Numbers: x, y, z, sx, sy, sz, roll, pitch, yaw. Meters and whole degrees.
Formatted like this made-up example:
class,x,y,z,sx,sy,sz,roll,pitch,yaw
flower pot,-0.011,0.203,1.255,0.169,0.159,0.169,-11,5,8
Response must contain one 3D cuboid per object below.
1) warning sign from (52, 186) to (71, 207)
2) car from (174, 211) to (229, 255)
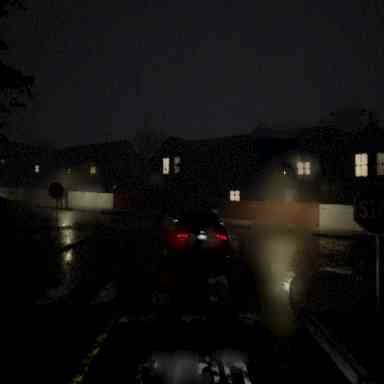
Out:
class,x,y,z,sx,sy,sz,roll,pitch,yaw
warning sign,-12.229,0.428,31.183,1.060,1.860,1.300,-1,1,32
car,0.277,1.459,12.809,2.033,1.411,5.357,2,0,-1
